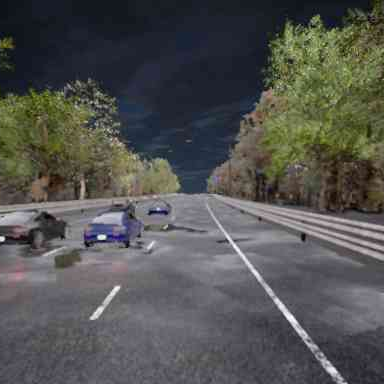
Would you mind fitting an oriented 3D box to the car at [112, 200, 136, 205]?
[{"bbox_3d":[-6.663,1.509,32.254,1.837,1.490,4.892,0,0,1],"label":"car"}]

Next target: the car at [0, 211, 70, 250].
[{"bbox_3d":[-6.866,1.534,14.301,1.812,1.442,4.674,0,0,0],"label":"car"}]

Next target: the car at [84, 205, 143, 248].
[{"bbox_3d":[-3.362,1.528,14.748,1.812,1.442,4.674,0,0,0],"label":"car"}]

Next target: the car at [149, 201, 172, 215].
[{"bbox_3d":[-3.149,1.560,33.422,1.994,1.385,4.181,0,0,1],"label":"car"}]
